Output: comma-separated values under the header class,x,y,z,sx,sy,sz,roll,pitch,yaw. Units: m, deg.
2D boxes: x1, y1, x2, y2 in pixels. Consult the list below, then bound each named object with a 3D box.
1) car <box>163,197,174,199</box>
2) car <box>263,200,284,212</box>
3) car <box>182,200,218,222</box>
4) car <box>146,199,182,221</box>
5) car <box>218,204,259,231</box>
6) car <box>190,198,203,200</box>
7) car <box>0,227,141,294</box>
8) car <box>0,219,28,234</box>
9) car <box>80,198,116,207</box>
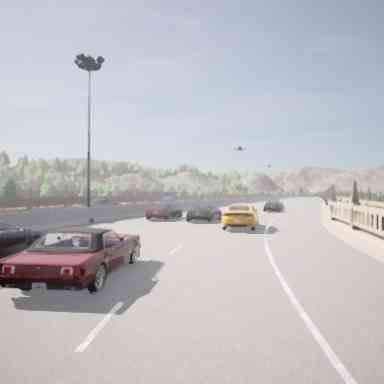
class,x,y,z,sx,sy,sz,roll,pitch,yaw
car,-4.493,1.597,61.058,1.812,1.442,4.674,0,0,21
car,9.685,1.600,39.314,1.994,1.385,4.181,0,0,21
car,0.994,1.548,25.887,1.994,1.385,4.181,0,0,17
car,-2.187,1.540,27.401,1.994,1.385,4.181,0,0,18
car,3.118,1.466,20.829,1.882,1.535,5.008,0,0,14
car,0.768,1.616,55.297,1.994,1.385,4.181,0,0,22
car,-2.769,1.575,8.767,1.895,1.301,4.718,0,0,6
car,-6.153,1.452,9.473,2.128,1.511,4.902,0,0,6
car,-10.304,1.472,36.630,1.837,1.490,4.892,0,-1,21
